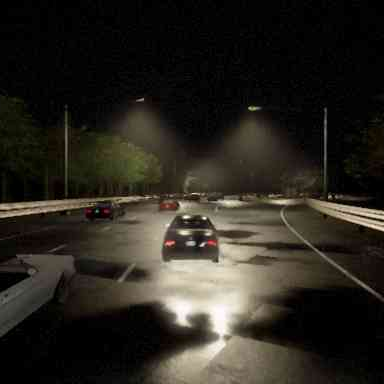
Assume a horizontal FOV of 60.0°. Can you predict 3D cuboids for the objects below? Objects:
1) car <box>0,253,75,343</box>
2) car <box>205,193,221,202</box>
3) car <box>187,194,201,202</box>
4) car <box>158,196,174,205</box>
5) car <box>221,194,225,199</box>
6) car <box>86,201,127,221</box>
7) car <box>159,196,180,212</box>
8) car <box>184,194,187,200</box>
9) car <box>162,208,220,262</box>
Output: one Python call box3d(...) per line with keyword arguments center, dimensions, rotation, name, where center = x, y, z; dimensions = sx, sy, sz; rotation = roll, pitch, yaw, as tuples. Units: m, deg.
box3d(center=(-3.439, 1.587, 5.110), dimensions=(1.895, 1.301, 4.718), rotation=(0, 0, 0), name="car")
box3d(center=(4.562, 1.335, 71.678), dimensions=(1.994, 1.385, 4.181), rotation=(0, 0, 9), name="car")
box3d(center=(0.653, 1.295, 68.275), dimensions=(1.837, 1.490, 4.892), rotation=(0, 1, 8), name="car")
box3d(center=(-4.396, 1.351, 56.131), dimensions=(1.812, 1.442, 4.674), rotation=(0, 0, 6), name="car")
box3d(center=(7.808, 1.254, 91.013), dimensions=(1.994, 1.385, 4.181), rotation=(0, 0, 11), name="car")
box3d(center=(-6.716, 1.459, 26.591), dimensions=(2.033, 1.411, 5.357), rotation=(0, 0, 3), name="car")
box3d(center=(-2.456, 1.461, 37.106), dimensions=(1.994, 1.385, 4.181), rotation=(0, 0, 4), name="car")
box3d(center=(-0.662, 1.248, 83.477), dimensions=(2.128, 1.511, 4.902), rotation=(0, 0, 10), name="car")
box3d(center=(-0.014, 1.530, 12.079), dimensions=(2.033, 1.411, 5.357), rotation=(0, 0, 1), name="car")
